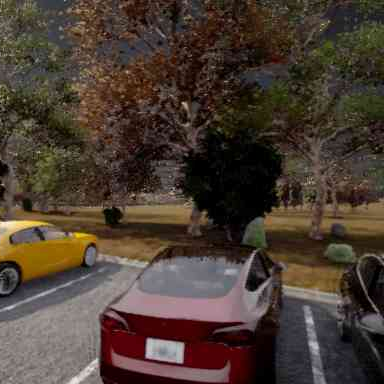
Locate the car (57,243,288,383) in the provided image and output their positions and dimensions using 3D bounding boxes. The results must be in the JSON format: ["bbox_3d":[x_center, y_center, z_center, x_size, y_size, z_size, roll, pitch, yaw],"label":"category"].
[{"bbox_3d":[0.399,1.520,5.269,2.163,1.488,4.792,0,-1,16],"label":"car"}]

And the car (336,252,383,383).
[{"bbox_3d":[2.794,1.517,3.472,2.163,1.488,4.792,1,-1,16],"label":"car"}]

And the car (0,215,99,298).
[{"bbox_3d":[-4.391,1.496,8.733,2.097,1.535,5.008,0,-1,17],"label":"car"}]
